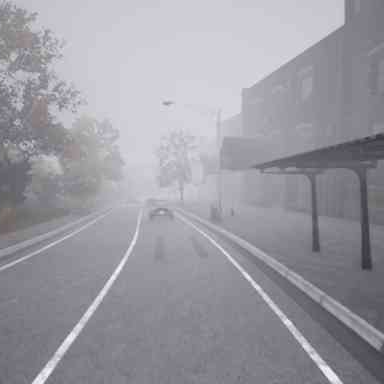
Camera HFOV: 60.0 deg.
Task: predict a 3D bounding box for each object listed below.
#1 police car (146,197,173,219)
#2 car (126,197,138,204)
[{"bbox_3d":[-2.716,1.467,28.761,2.038,1.542,4.974,-1,0,-8],"label":"police car"},{"bbox_3d":[-11.151,1.588,62.355,1.994,1.385,4.181,-1,0,-8],"label":"car"}]
